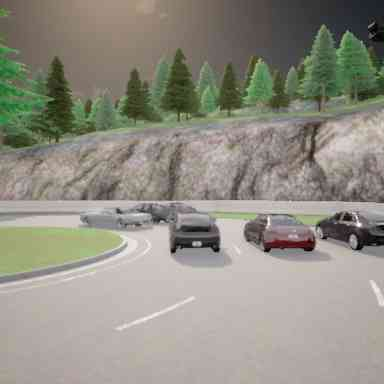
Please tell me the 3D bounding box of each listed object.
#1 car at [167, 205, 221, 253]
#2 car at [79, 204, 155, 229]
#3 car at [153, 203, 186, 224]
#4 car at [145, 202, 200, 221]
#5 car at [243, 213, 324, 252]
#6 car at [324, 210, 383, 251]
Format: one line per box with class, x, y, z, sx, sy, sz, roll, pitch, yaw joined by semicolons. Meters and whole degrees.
car;0.007;1.515;13.708;1.837;1.490;4.892;0;0;-4
car;-5.065;1.615;21.648;4.718;1.301;1.895;0;0;29
car;-3.328;1.562;24.687;5.357;1.411;2.033;0;0;29
car;-1.618;1.571;27.741;4.181;1.385;1.994;0;0;29
car;3.499;1.571;13.944;1.994;1.385;4.181;0;0;-4
car;6.991;1.515;14.181;1.837;1.490;4.892;0;0;-4
